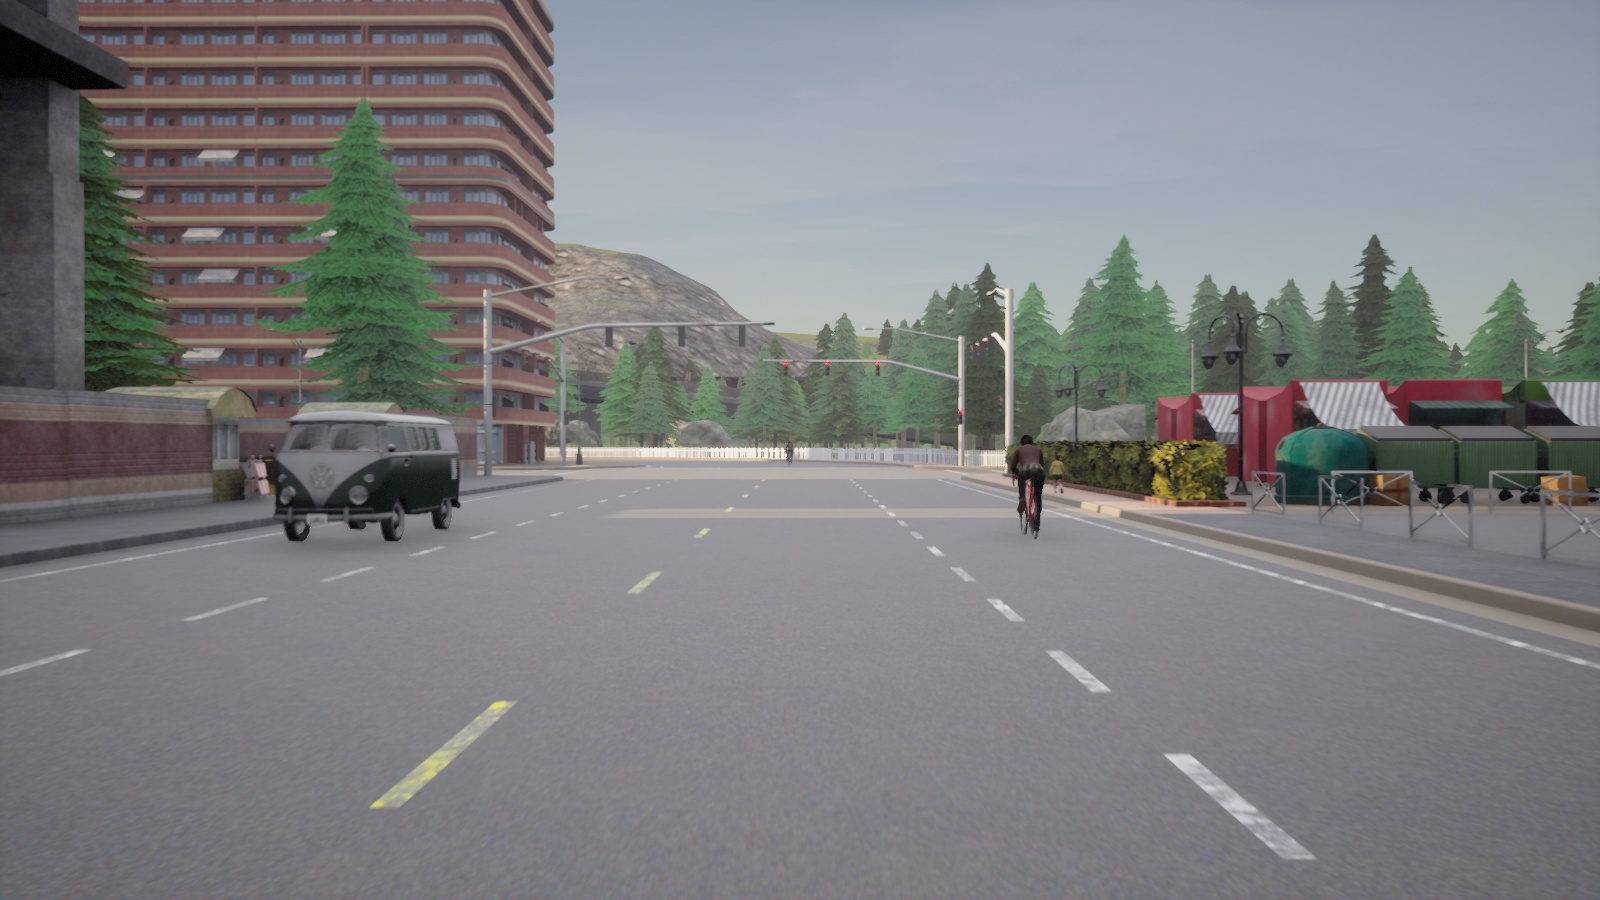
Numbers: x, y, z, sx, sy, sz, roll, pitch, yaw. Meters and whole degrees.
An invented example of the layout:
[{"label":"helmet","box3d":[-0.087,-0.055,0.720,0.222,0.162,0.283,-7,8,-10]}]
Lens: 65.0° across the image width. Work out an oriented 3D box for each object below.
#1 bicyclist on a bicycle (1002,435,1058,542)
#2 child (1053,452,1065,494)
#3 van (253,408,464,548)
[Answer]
[{"label":"bicyclist on a bicycle","box3d":[3.630,0.590,19.906,0.582,1.620,1.656,0,0,0]},{"label":"child","box3d":[6.807,0.600,33.025,0.255,1.110,0.394,0,0,2]},{"label":"van","box3d":[-6.871,0.380,20.066,1.775,1.987,4.442,0,0,0]}]
